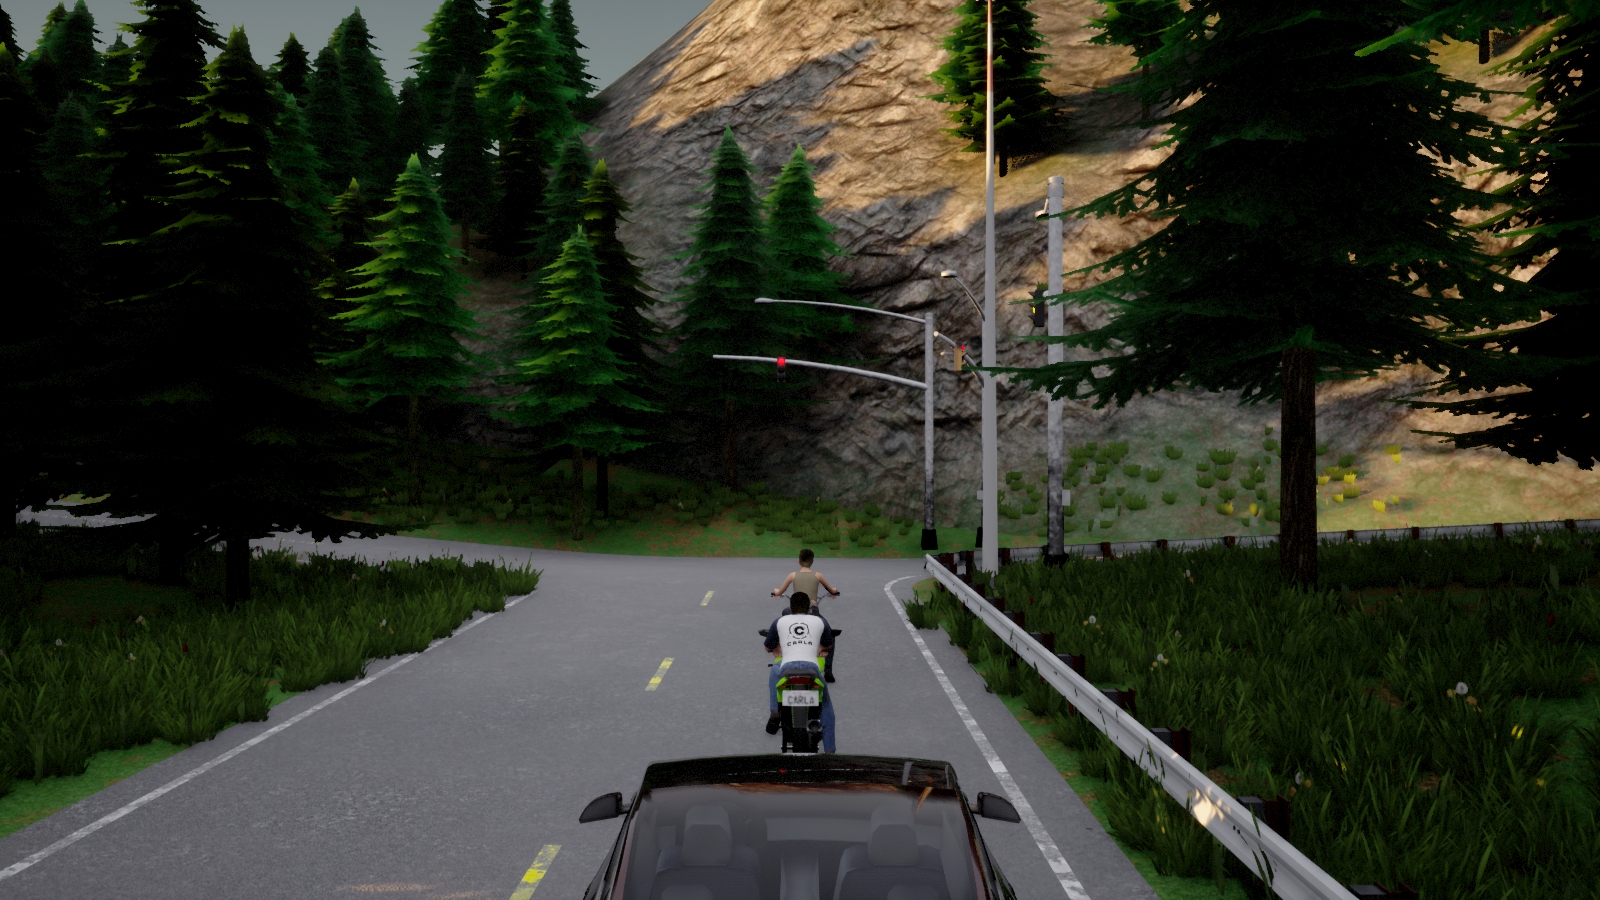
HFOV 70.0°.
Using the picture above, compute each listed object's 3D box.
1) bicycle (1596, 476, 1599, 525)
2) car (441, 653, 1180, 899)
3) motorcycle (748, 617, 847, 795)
[{"bbox_3d":[21.725,1.355,29.474,1.835,1.471,0.329,-5,-2,26],"label":"bicycle"},{"bbox_3d":[0.029,2.063,5.012,2.163,1.488,4.792,0,0,0],"label":"car"},{"bbox_3d":[-0.020,2.213,10.238,0.803,1.145,2.033,0,0,0],"label":"motorcycle"}]
